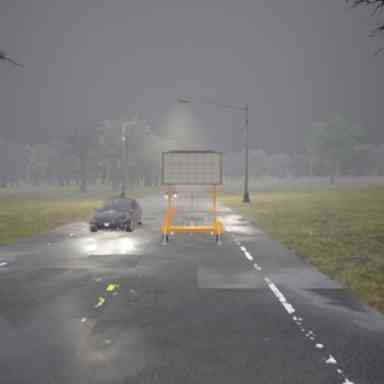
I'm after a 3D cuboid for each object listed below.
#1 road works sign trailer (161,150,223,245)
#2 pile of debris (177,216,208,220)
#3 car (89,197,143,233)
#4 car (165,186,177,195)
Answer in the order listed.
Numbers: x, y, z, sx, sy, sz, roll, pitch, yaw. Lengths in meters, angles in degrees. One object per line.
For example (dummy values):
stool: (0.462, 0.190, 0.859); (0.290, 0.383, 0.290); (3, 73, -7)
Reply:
road works sign trailer: (0.005, 0.105, 13.529); (2.380, 3.560, 2.880); (0, 2, 0)
pile of debris: (0.008, 1.604, 20.576); (1.860, 0.140, 1.500); (0, 2, 0)
car: (-3.593, 1.064, 16.432); (1.837, 1.490, 4.892); (0, 2, 0)
car: (-3.540, -0.216, 57.246); (1.837, 1.490, 4.892); (0, 2, 0)
